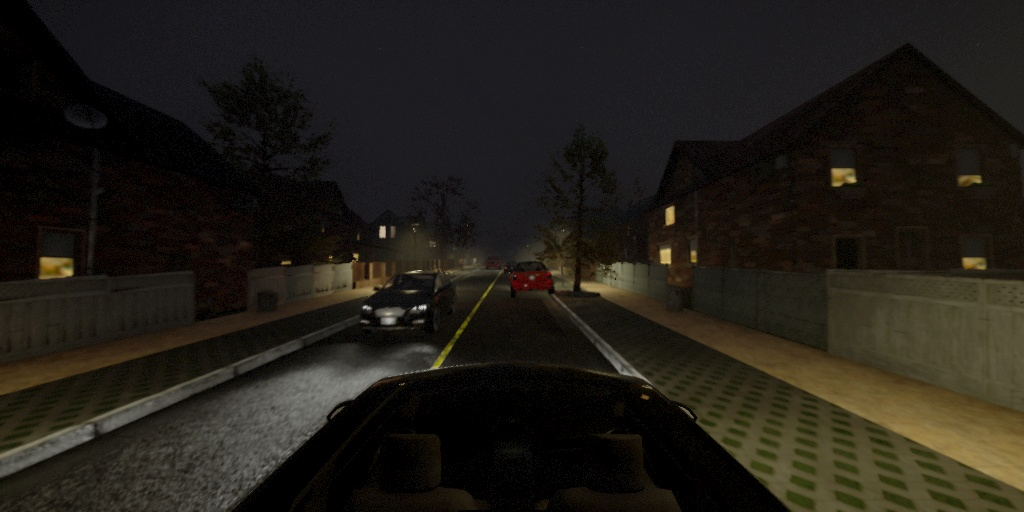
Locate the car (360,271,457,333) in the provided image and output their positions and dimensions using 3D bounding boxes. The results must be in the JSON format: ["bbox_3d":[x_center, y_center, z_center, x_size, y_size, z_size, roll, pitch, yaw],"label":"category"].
[{"bbox_3d":[-2.848,1.234,10.743,2.128,1.511,4.902,0,0,0],"label":"car"}]

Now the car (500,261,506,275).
[{"bbox_3d":[0.022,1.289,39.772,2.033,1.411,5.357,0,0,1],"label":"car"}]

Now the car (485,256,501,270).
[{"bbox_3d":[-2.806,0.973,53.791,2.150,2.045,5.566,0,0,0],"label":"car"}]

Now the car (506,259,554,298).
[{"bbox_3d":[0.923,1.041,18.695,2.097,1.767,4.553,-3,-1,0],"label":"car"}]
